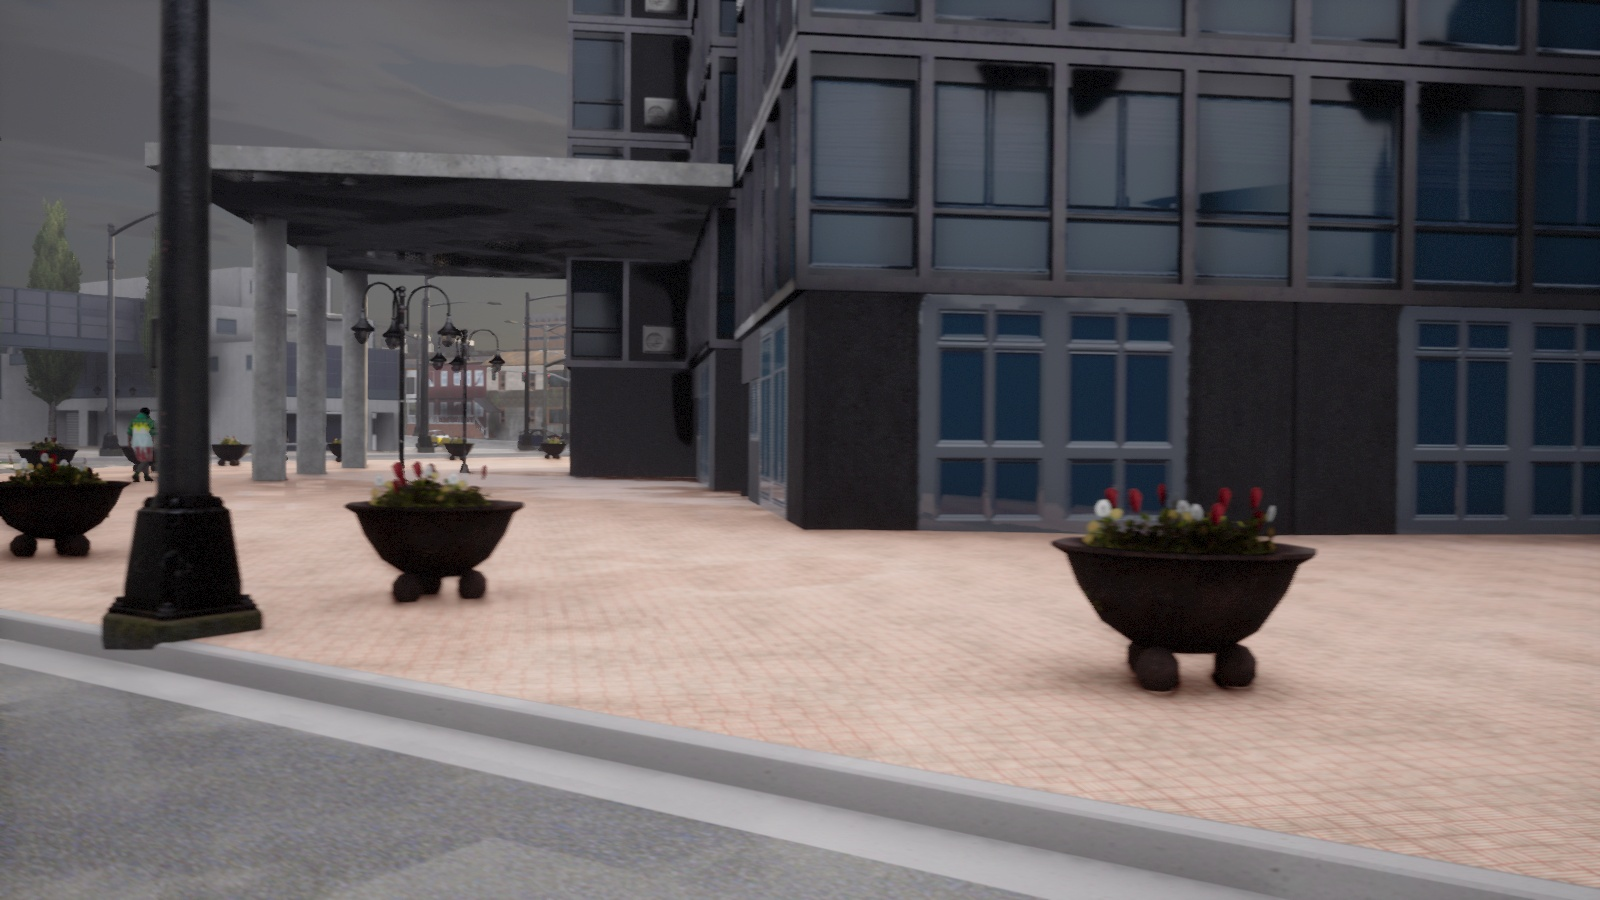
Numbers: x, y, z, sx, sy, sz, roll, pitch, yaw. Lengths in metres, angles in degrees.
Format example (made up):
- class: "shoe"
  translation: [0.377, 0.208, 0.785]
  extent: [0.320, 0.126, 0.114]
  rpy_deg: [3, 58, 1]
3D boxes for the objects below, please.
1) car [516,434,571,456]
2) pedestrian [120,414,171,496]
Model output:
- class: "car"
  translation: [-18.746, -0.386, 91.654]
  extent: [3.705, 1.549, 1.789]
  rpy_deg: [0, 1, 32]
- class: "pedestrian"
  translation: [-15.924, 0.119, 30.569]
  extent: [0.659, 1.952, 0.873]
  rpy_deg: [0, 1, 10]
